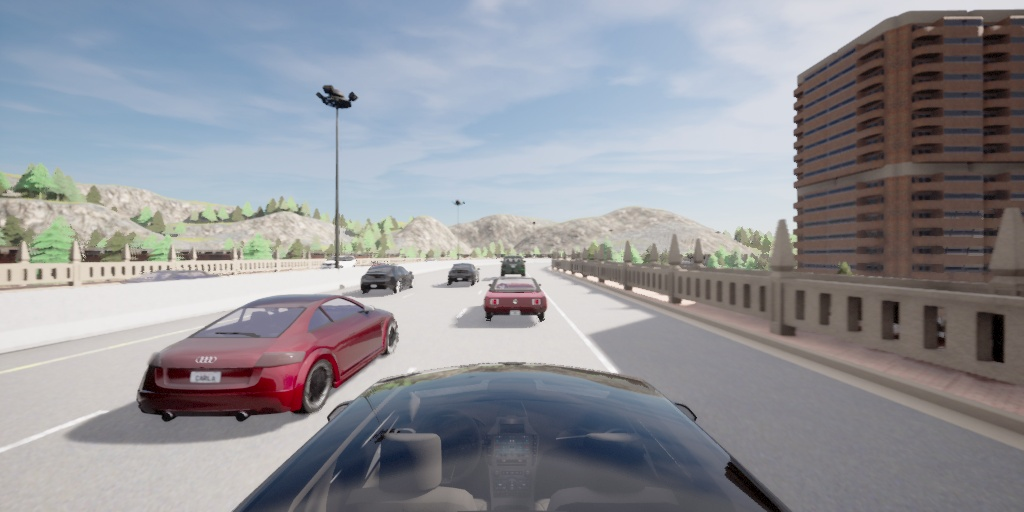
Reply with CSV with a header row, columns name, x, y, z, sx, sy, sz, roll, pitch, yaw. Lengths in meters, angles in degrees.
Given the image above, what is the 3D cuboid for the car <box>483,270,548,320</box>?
name,x,y,z,sx,sy,sz,roll,pitch,yaw
car,0.098,1.351,12.550,1.895,1.301,4.718,0,0,0

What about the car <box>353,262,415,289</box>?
name,x,y,z,sx,sy,sz,roll,pitch,yaw
car,-6.904,1.255,20.325,1.837,1.490,4.892,0,0,0

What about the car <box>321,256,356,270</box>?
name,x,y,z,sx,sy,sz,roll,pitch,yaw
car,-21.034,0.974,43.852,2.150,2.045,5.566,0,0,0

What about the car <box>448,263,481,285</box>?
name,x,y,z,sx,sy,sz,roll,pitch,yaw
car,-3.404,1.255,25.755,1.837,1.490,4.892,0,0,0

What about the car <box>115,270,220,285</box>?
name,x,y,z,sx,sy,sz,roll,pitch,yaw
car,-14.098,1.298,14.851,2.033,1.411,5.357,0,0,0

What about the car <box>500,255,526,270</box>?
name,x,y,z,sx,sy,sz,roll,pitch,yaw
car,0.095,0.971,32.333,2.150,2.045,5.566,0,0,0

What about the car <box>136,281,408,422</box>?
name,x,y,z,sx,sy,sz,roll,pitch,yaw
car,-3.402,1.314,5.987,1.994,1.385,4.181,0,0,0

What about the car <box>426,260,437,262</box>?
name,x,y,z,sx,sy,sz,roll,pitch,yaw
car,-13.361,1.318,59.403,1.812,1.442,4.674,0,0,6
